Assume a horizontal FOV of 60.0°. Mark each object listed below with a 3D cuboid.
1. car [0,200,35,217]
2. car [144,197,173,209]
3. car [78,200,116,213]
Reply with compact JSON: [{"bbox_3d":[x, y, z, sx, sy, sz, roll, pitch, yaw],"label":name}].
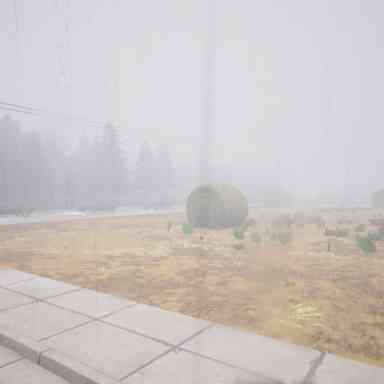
[{"bbox_3d":[-16.671,1.518,29.741,2.128,1.511,4.902,0,0,37],"label":"car"},{"bbox_3d":[-4.574,1.531,46.051,1.837,1.490,4.892,0,0,36],"label":"car"},{"bbox_3d":[-10.727,1.591,37.768,1.994,1.385,4.181,0,0,36],"label":"car"}]
